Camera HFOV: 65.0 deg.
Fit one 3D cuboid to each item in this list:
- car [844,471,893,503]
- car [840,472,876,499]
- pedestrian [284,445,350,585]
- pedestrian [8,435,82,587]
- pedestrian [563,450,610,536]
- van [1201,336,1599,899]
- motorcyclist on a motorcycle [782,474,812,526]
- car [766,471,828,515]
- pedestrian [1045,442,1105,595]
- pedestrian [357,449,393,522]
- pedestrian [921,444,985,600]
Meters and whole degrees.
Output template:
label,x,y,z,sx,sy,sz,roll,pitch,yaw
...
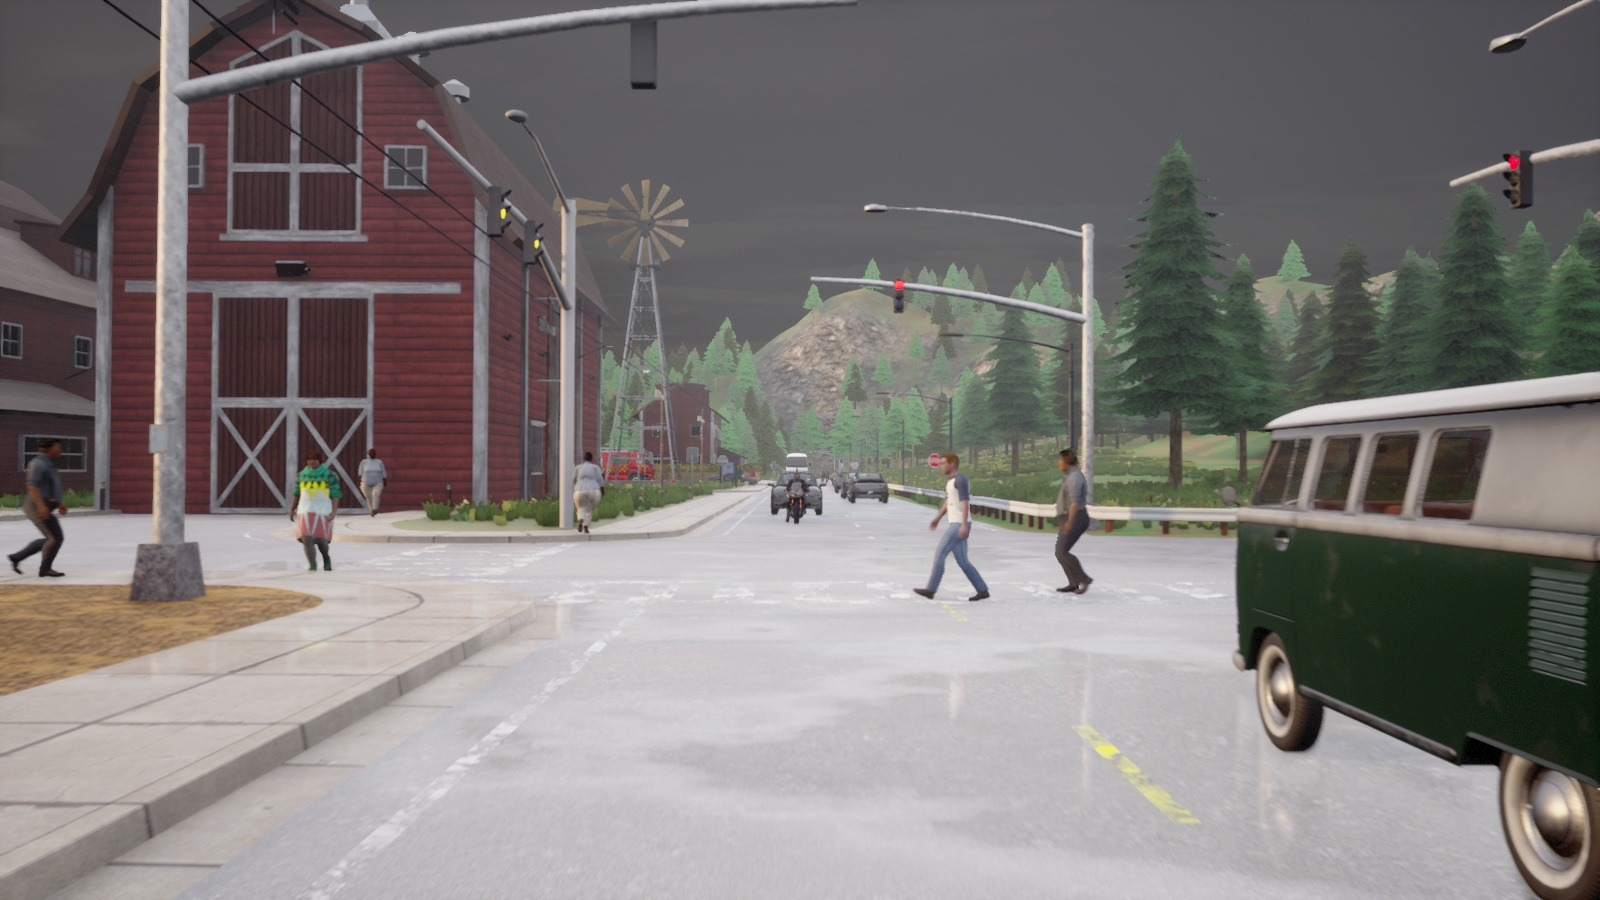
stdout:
label,x,y,z,sx,sy,sz,roll,pitch,yaw
car,3.358,1.801,62.347,2.128,1.511,4.902,0,-1,0
car,3.334,2.020,72.532,1.837,1.490,4.892,0,-1,0
pedestrian,-6.926,0.920,18.039,0.659,1.952,0.873,0,-1,-3
pedestrian,-9.453,0.751,15.738,0.694,1.848,0.540,0,-1,-20
pedestrian,-4.640,0.926,27.374,0.874,1.855,0.900,0,-1,-1
van,3.485,0.652,5.871,1.775,1.987,4.442,0,-1,0
motorcyclist on a motorcycle,-0.087,1.486,37.970,0.866,1.530,2.191,0,-1,0
car,-0.106,1.544,46.164,2.128,1.511,4.902,0,-1,0
pedestrian,3.414,0.836,15.588,0.694,1.848,0.540,0,-1,13
pedestrian,-11.111,0.919,32.820,0.874,1.855,0.900,0,-1,-19
pedestrian,1.818,0.846,14.957,0.706,1.836,0.354,0,-1,1
